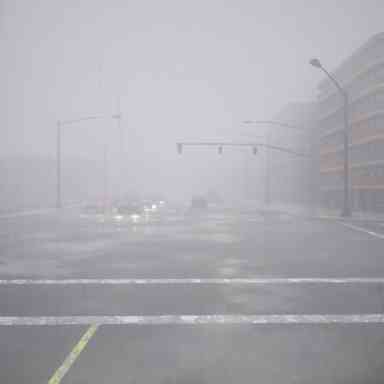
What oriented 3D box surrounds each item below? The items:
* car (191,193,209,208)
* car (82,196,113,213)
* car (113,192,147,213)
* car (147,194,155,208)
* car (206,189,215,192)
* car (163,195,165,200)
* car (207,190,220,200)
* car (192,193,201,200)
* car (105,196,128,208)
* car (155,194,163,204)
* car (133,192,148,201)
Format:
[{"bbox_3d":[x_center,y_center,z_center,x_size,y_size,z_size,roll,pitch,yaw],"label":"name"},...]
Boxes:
[{"bbox_3d":[0.892,1.229,43.339,1.882,1.535,5.008,0,1,0],"label":"car"},{"bbox_3d":[-9.833,1.225,34.806,2.097,1.767,4.553,0,1,0],"label":"car"},{"bbox_3d":[-6.335,1.226,34.463,2.097,1.767,4.553,0,1,0],"label":"car"},{"bbox_3d":[-6.309,1.277,43.346,1.812,1.442,4.674,0,1,0],"label":"car"},{"bbox_3d":[4.387,0.425,75.867,2.150,2.045,5.566,0,1,0],"label":"car"},{"bbox_3d":[-6.208,1.012,62.756,1.895,1.301,4.718,0,1,1],"label":"car"},{"bbox_3d":[4.457,0.919,65.884,1.994,1.385,4.181,0,1,0],"label":"car"},{"bbox_3d":[0.888,0.916,68.139,1.895,1.301,4.718,0,1,1],"label":"car"},{"bbox_3d":[-9.808,1.314,43.449,1.994,1.385,4.181,0,1,0],"label":"car"},{"bbox_3d":[-6.276,1.079,52.627,2.128,1.511,4.902,0,1,0],"label":"car"},{"bbox_3d":[-9.702,0.896,63.144,2.128,1.511,4.902,0,1,1],"label":"car"}]
